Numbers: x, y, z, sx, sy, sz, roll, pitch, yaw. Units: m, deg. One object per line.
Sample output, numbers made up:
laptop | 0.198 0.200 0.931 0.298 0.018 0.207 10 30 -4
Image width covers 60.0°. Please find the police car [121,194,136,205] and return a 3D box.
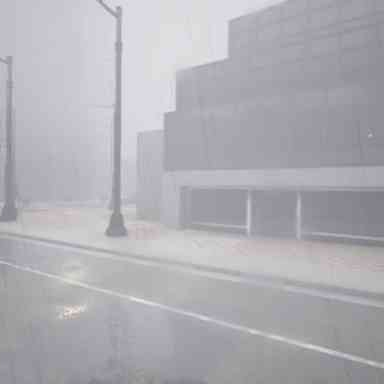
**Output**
police car | -7.830 0.996 46.938 2.038 1.542 4.974 1 1 36
